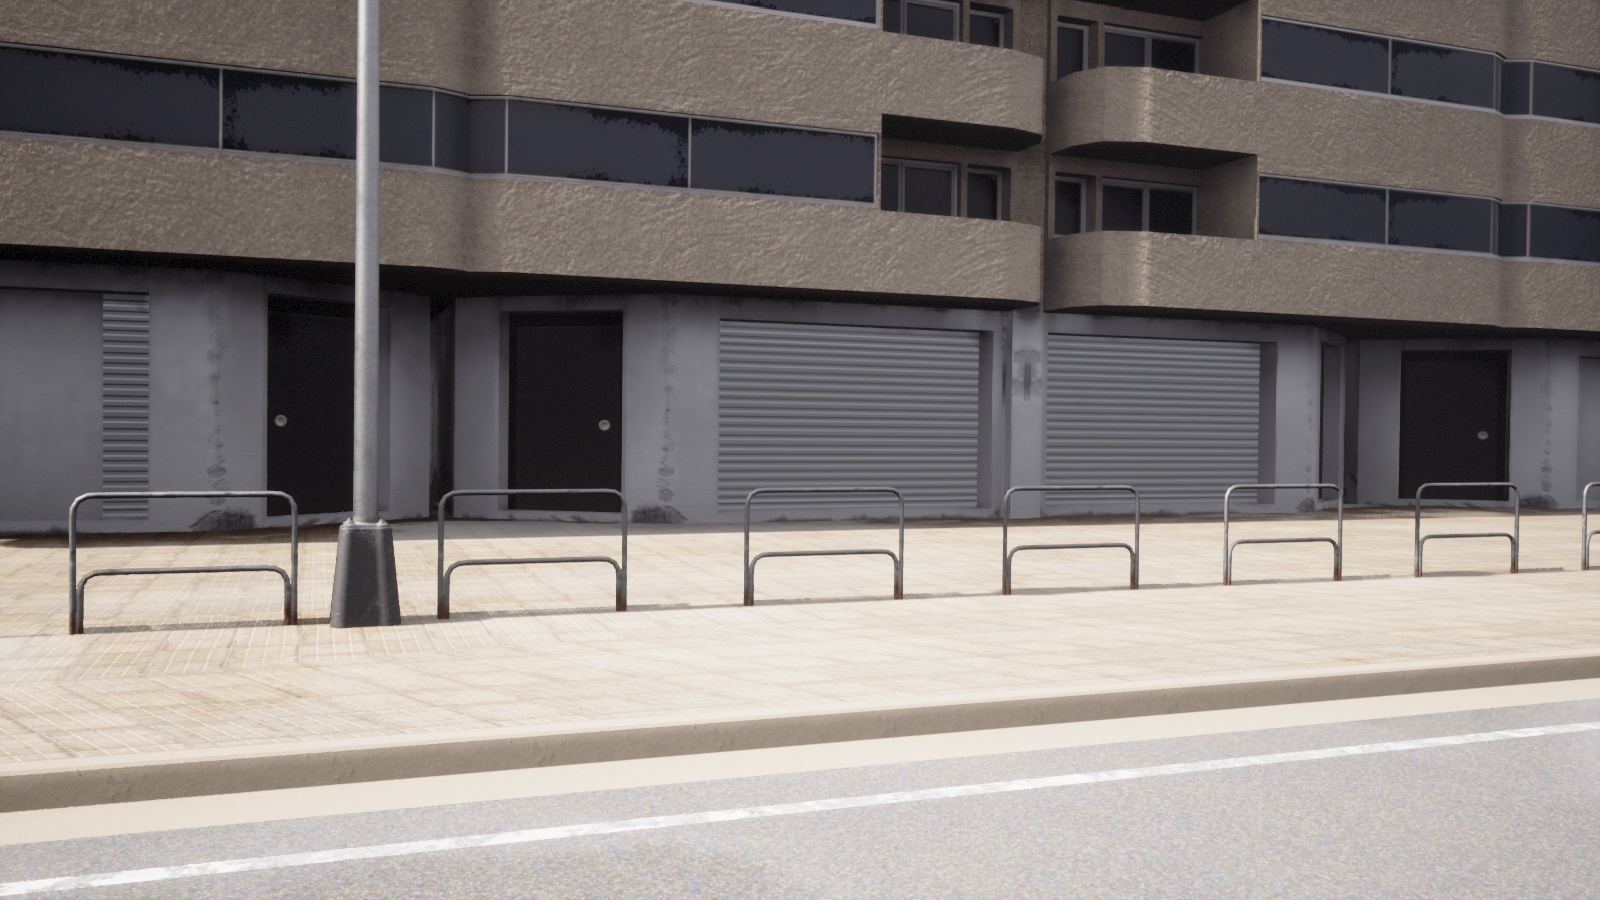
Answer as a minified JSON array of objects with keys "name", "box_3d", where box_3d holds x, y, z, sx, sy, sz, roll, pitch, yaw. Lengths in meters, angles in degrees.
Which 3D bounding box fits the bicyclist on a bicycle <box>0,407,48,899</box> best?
[{"name":"bicyclist on a bicycle","box_3d":[-2.411,0.739,2.325,1.656,1.620,0.582,-1,1,-21]}]
